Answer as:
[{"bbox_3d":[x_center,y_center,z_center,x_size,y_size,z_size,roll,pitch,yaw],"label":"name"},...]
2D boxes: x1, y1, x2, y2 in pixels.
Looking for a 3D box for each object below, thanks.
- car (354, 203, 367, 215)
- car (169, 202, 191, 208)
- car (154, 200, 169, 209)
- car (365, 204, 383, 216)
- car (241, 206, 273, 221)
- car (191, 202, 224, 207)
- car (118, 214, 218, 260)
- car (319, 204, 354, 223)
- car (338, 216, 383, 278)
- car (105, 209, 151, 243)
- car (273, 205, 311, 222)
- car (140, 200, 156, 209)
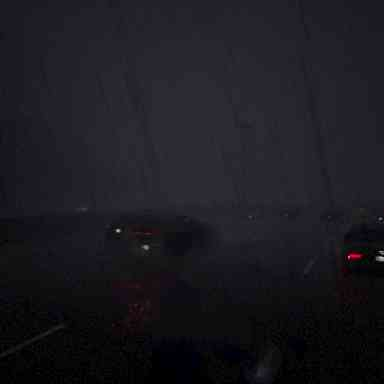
[{"bbox_3d":[19.738,2.055,38.652,2.128,1.511,4.902,-1,-1,39],"label":"car"},{"bbox_3d":[-0.451,2.163,47.320,2.128,1.511,4.902,-1,-1,37],"label":"car"},{"bbox_3d":[-3.185,2.268,49.507,1.994,1.385,4.181,-1,-1,37],"label":"car"},{"bbox_3d":[16.451,1.923,28.590,1.837,1.490,4.892,-1,-1,35],"label":"car"},{"bbox_3d":[6.722,2.073,32.998,1.895,1.301,4.718,-1,-1,34],"label":"car"},{"bbox_3d":[2.448,2.165,45.354,1.882,1.535,5.008,-1,-1,37],"label":"car"},{"bbox_3d":[-0.504,1.683,13.443,2.128,1.511,4.902,0,-1,26],"label":"car"},{"bbox_3d":[12.428,1.897,28.896,1.882,1.535,5.008,0,-1,34],"label":"car"},{"bbox_3d":[5.688,1.700,10.303,2.033,1.411,5.357,0,-1,26],"label":"car"},{"bbox_3d":[-2.521,1.807,17.254,1.994,1.385,4.181,0,-1,27],"label":"car"},{"bbox_3d":[9.604,1.924,30.987,1.882,1.535,5.008,-1,-1,34],"label":"car"},{"bbox_3d":[-5.936,2.075,51.676,2.097,1.767,4.553,-1,-1,37],"label":"car"}]
